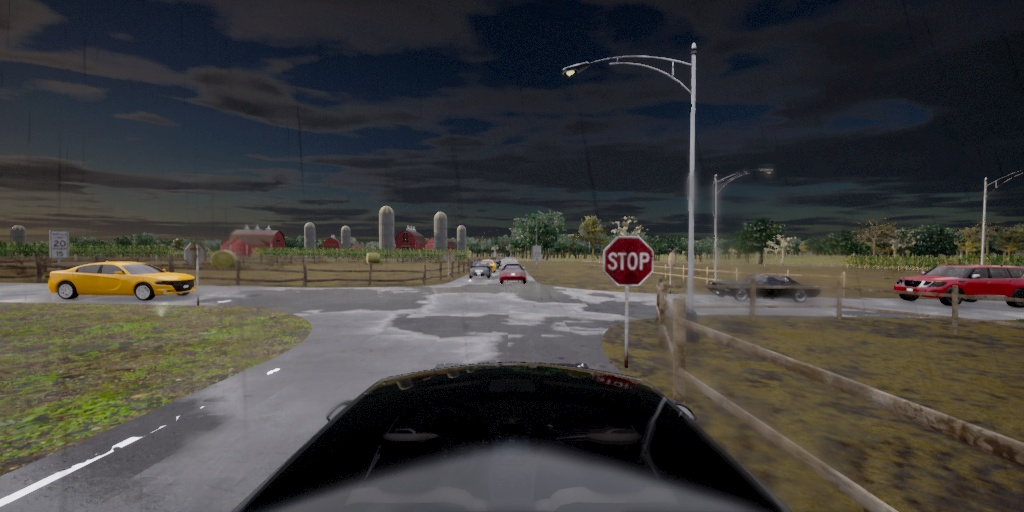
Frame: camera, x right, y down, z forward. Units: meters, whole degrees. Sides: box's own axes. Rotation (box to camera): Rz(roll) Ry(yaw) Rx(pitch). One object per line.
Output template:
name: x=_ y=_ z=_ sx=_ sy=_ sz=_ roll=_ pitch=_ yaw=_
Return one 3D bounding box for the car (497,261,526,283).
car: x=0.075 y=1.296 z=28.011 sx=1.994 sy=1.385 sz=4.181 roll=0 pitch=0 yaw=0

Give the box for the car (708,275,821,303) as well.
car: x=12.735 y=1.601 z=18.360 sx=4.718 sy=1.301 sz=1.895 roll=1 pitch=1 yaw=0

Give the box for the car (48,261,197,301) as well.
car: x=-16.339 y=0.984 z=15.210 sx=5.008 sy=1.535 sz=1.882 roll=1 pitch=1 yaw=0

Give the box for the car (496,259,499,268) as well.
car: x=-2.881 y=1.189 z=42.215 sx=1.882 sy=1.535 sz=5.008 roll=0 pitch=0 yaw=0

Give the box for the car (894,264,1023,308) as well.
car: x=23.190 y=1.448 z=18.423 sx=5.566 sy=2.045 sz=2.150 roll=1 pitch=1 yaw=0

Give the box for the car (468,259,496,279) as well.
car: x=-2.839 y=1.218 z=32.818 sx=2.128 sy=1.511 sz=4.902 roll=0 pitch=0 yaw=-1
